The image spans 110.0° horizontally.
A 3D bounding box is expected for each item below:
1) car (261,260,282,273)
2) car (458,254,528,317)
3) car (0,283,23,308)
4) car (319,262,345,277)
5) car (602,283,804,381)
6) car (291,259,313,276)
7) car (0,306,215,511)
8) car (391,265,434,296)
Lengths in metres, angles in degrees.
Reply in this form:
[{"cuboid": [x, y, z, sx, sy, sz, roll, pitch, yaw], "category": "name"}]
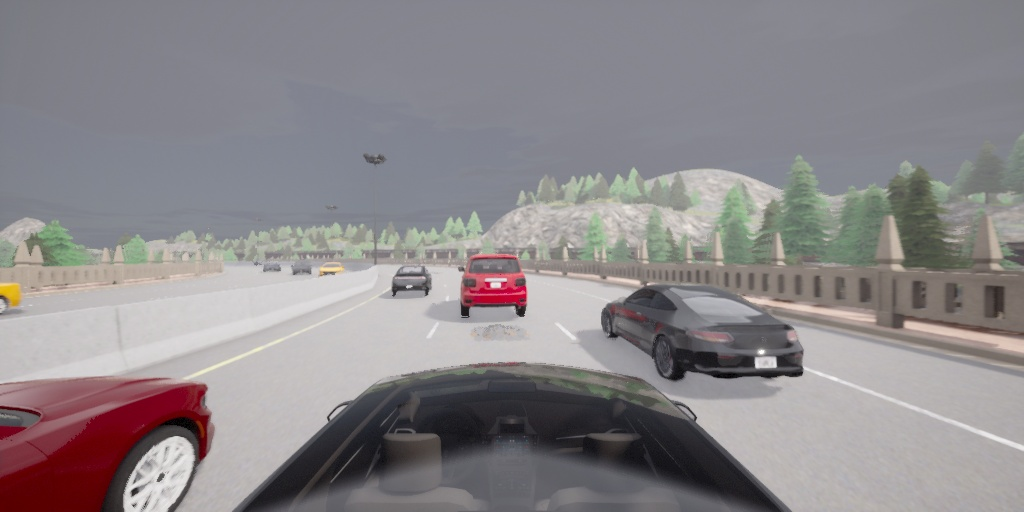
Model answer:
[{"cuboid": [-32.923, 1.581, 49.264, 1.994, 1.385, 4.181, -1, 0, -34], "category": "car"}, {"cuboid": [-0.811, 0.963, 13.412, 2.150, 2.045, 5.566, 0, 0, -7], "category": "car"}, {"cuboid": [-18.279, 1.309, 10.650, 1.882, 1.535, 5.008, 0, 0, -7], "category": "car"}, {"cuboid": [-16.903, 1.332, 33.807, 1.882, 1.535, 5.008, 0, 0, -21], "category": "car"}, {"cuboid": [3.249, 1.254, 7.085, 1.812, 1.442, 4.674, 0, 0, -3], "category": "car"}, {"cuboid": [-24.018, 1.428, 41.158, 1.837, 1.490, 4.892, 0, 0, -27], "category": "car"}, {"cuboid": [-3.536, 1.243, 1.063, 1.882, 1.535, 5.008, 0, 0, 0], "category": "car"}, {"cuboid": [-5.342, 1.256, 19.519, 2.128, 1.511, 4.902, 0, 0, -10], "category": "car"}]
